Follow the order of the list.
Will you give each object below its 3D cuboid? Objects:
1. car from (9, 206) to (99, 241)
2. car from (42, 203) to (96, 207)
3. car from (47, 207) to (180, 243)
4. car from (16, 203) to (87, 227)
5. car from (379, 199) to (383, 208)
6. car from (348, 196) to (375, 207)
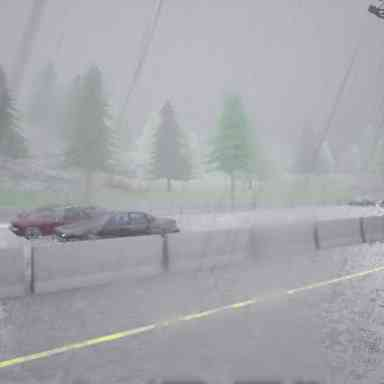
[{"bbox_3d":[-6.427,1.561,16.560,4.718,1.301,1.895,0,0,-35],"label":"car"},{"bbox_3d":[-7.276,1.446,20.233,4.902,1.511,2.128,0,0,-35],"label":"car"},{"bbox_3d":[-3.158,1.529,14.571,5.357,1.411,2.033,0,0,-35],"label":"car"},{"bbox_3d":[-9.639,1.503,22.852,4.181,1.385,1.994,0,0,-35],"label":"car"},{"bbox_3d":[26.632,1.130,43.739,4.553,1.767,2.097,-1,1,-34],"label":"car"},{"bbox_3d":[23.440,1.309,45.786,4.674,1.442,1.812,-1,1,-34],"label":"car"}]
